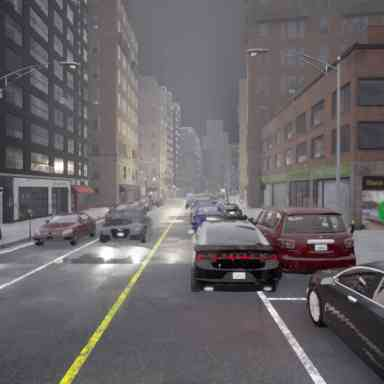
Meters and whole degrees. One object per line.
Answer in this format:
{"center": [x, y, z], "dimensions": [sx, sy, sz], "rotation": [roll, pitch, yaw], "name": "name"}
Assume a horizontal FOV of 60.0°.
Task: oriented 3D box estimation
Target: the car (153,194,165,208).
{"center": [-5.560, 1.287, 48.326], "dimensions": [2.192, 1.841, 5.009], "rotation": [-1, 0, 0], "name": "car"}

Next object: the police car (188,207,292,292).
{"center": [0.922, 1.423, 9.056], "dimensions": [1.930, 1.638, 5.238], "rotation": [0, 0, 0], "name": "police car"}

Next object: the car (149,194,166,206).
{"center": [-5.546, 1.281, 53.834], "dimensions": [2.192, 1.841, 5.009], "rotation": [-1, 0, 0], "name": "car"}

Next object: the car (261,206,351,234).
{"center": [2.872, 1.313, 9.768], "dimensions": [2.192, 1.841, 5.009], "rotation": [-1, 0, 0], "name": "car"}

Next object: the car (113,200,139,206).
{"center": [-5.611, 1.574, 26.295], "dimensions": [1.802, 1.307, 4.206], "rotation": [-1, 0, 0], "name": "car"}

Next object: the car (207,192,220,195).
{"center": [5.974, 1.452, 92.640], "dimensions": [1.947, 1.339, 4.313], "rotation": [0, 0, 9], "name": "car"}

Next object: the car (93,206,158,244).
{"center": [-2.962, 1.560, 15.760], "dimensions": [1.994, 1.385, 4.181], "rotation": [0, 0, 0], "name": "car"}

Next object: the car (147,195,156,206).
{"center": [-5.585, 1.424, 37.310], "dimensions": [1.967, 1.590, 4.097], "rotation": [-1, 0, 0], "name": "car"}

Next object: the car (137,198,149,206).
{"center": [-5.597, 1.570, 31.803], "dimensions": [1.802, 1.307, 4.206], "rotation": [-1, 0, 0], "name": "car"}

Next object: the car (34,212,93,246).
{"center": [-5.637, 1.579, 15.280], "dimensions": [1.802, 1.307, 4.206], "rotation": [-1, 0, 0], "name": "car"}

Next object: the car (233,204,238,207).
{"center": [2.914, 1.557, 26.287], "dimensions": [1.947, 1.339, 4.313], "rotation": [-1, 0, 0], "name": "car"}

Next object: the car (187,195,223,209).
{"center": [0.900, 1.344, 24.917], "dimensions": [2.097, 1.767, 4.553], "rotation": [0, 0, 0], "name": "car"}

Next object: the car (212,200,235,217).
{"center": [2.928, 1.513, 31.963], "dimensions": [1.752, 1.417, 4.829], "rotation": [-1, 0, 0], "name": "car"}

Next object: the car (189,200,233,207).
{"center": [0.946, 1.473, 18.947], "dimensions": [1.882, 1.535, 5.008], "rotation": [0, 0, 0], "name": "car"}

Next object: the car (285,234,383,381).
{"center": [2.861, 1.550, 4.262], "dimensions": [2.008, 1.369, 4.403], "rotation": [-1, 0, 0], "name": "car"}

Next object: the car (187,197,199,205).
{"center": [0.140, 1.562, 57.022], "dimensions": [1.895, 1.301, 4.718], "rotation": [0, 0, 0], "name": "car"}

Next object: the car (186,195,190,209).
{"center": [0.136, 1.540, 44.864], "dimensions": [1.994, 1.385, 4.181], "rotation": [0, 0, 0], "name": "car"}
